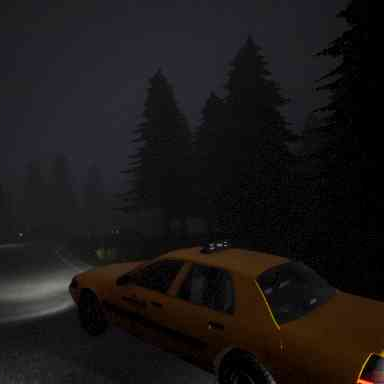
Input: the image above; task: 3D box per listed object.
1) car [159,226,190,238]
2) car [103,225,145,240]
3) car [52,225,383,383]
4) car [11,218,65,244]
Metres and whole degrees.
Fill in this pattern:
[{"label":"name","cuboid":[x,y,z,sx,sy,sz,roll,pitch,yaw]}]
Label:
[{"label":"car","cuboid":[-2.306,5.543,46.271,1.882,1.535,5.008,-5,-8,30]},{"label":"car","cuboid":[-7.429,4.510,36.965,2.033,1.411,5.357,-4,-8,20]},{"label":"car","cuboid":[0.133,1.441,4.744,5.366,1.575,1.801,0,1,43]},{"label":"car","cuboid":[-12.735,3.227,28.153,2.150,2.045,5.566,-4,-7,7]}]
